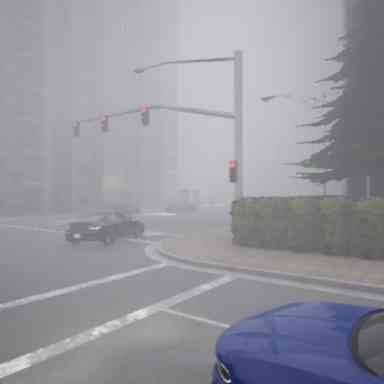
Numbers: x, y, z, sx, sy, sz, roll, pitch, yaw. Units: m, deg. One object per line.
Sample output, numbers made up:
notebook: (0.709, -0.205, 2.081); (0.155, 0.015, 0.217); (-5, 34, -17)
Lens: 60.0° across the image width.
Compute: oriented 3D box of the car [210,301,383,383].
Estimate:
car: (2.461, 1.475, 2.239); (5.008, 1.535, 1.882); (0, 0, 35)

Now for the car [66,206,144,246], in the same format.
car: (-3.908, 1.578, 15.485); (1.812, 1.442, 4.674); (-1, 0, 17)

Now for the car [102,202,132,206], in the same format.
car: (-7.052, 1.647, 30.200); (2.033, 1.411, 5.357); (0, 0, 36)

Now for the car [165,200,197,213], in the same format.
car: (-1.209, 1.663, 38.201); (1.994, 1.385, 4.181); (0, 0, 36)
